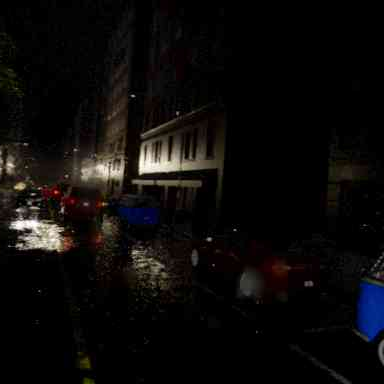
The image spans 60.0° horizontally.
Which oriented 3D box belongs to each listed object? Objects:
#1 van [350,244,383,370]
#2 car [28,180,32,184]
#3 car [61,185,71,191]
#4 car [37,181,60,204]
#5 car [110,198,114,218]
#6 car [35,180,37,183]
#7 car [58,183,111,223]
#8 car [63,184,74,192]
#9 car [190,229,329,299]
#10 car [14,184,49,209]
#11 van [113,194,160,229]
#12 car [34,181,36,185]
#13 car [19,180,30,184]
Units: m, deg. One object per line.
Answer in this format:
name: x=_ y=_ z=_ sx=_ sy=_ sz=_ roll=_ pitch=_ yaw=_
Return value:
van: x=3.759 y=1.613 z=3.539 sx=1.690 sy=1.788 sz=3.998 roll=4 pitch=0 yaw=-24
car: x=-30.807 y=-0.930 z=60.443 sx=2.008 sy=1.369 sz=4.403 roll=4 pitch=0 yaw=-24
car: x=-31.891 y=-1.064 z=83.858 sx=2.008 sy=1.369 sz=4.403 roll=4 pitch=0 yaw=-24
car: x=-13.462 y=0.123 z=33.327 sx=2.150 sy=2.045 sz=5.566 roll=5 pitch=0 yaw=-38
car: x=-5.434 y=1.100 z=24.225 sx=1.947 sy=1.339 sz=4.313 roll=4 pitch=0 yaw=-24
car: x=-41.838 y=-2.048 z=85.341 sx=2.192 sy=1.841 sz=5.009 roll=4 pitch=0 yaw=-24
car: x=-6.741 y=0.665 z=20.308 sx=2.150 sy=2.045 sz=5.566 roll=4 pitch=0 yaw=-23
car: x=-27.466 y=-0.822 z=73.902 sx=1.967 sy=1.590 sz=4.097 roll=4 pitch=0 yaw=-24
car: x=1.450 y=1.633 z=8.711 sx=1.887 sy=1.381 sz=4.507 roll=4 pitch=0 yaw=-24
car: x=-13.020 y=0.447 z=26.930 sx=2.128 sy=1.511 sz=4.902 roll=4 pitch=0 yaw=-24
van: x=-3.124 y=1.062 z=19.053 sx=1.690 sy=1.788 sz=3.998 roll=4 pitch=0 yaw=-24
car: x=-39.645 y=-1.638 z=80.362 sx=2.008 sy=1.369 sz=4.403 roll=4 pitch=0 yaw=-24
car: x=-28.527 y=-0.771 z=55.309 sx=1.752 sy=1.417 sz=4.829 roll=4 pitch=0 yaw=-24
